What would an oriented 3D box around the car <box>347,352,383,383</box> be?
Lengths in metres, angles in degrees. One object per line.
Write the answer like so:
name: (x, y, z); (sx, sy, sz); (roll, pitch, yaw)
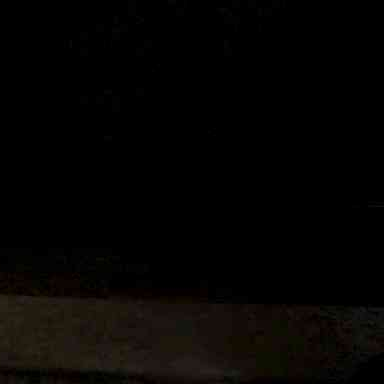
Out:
car: (3.689, 1.686, 2.433); (4.892, 1.490, 1.837); (1, -2, 0)
